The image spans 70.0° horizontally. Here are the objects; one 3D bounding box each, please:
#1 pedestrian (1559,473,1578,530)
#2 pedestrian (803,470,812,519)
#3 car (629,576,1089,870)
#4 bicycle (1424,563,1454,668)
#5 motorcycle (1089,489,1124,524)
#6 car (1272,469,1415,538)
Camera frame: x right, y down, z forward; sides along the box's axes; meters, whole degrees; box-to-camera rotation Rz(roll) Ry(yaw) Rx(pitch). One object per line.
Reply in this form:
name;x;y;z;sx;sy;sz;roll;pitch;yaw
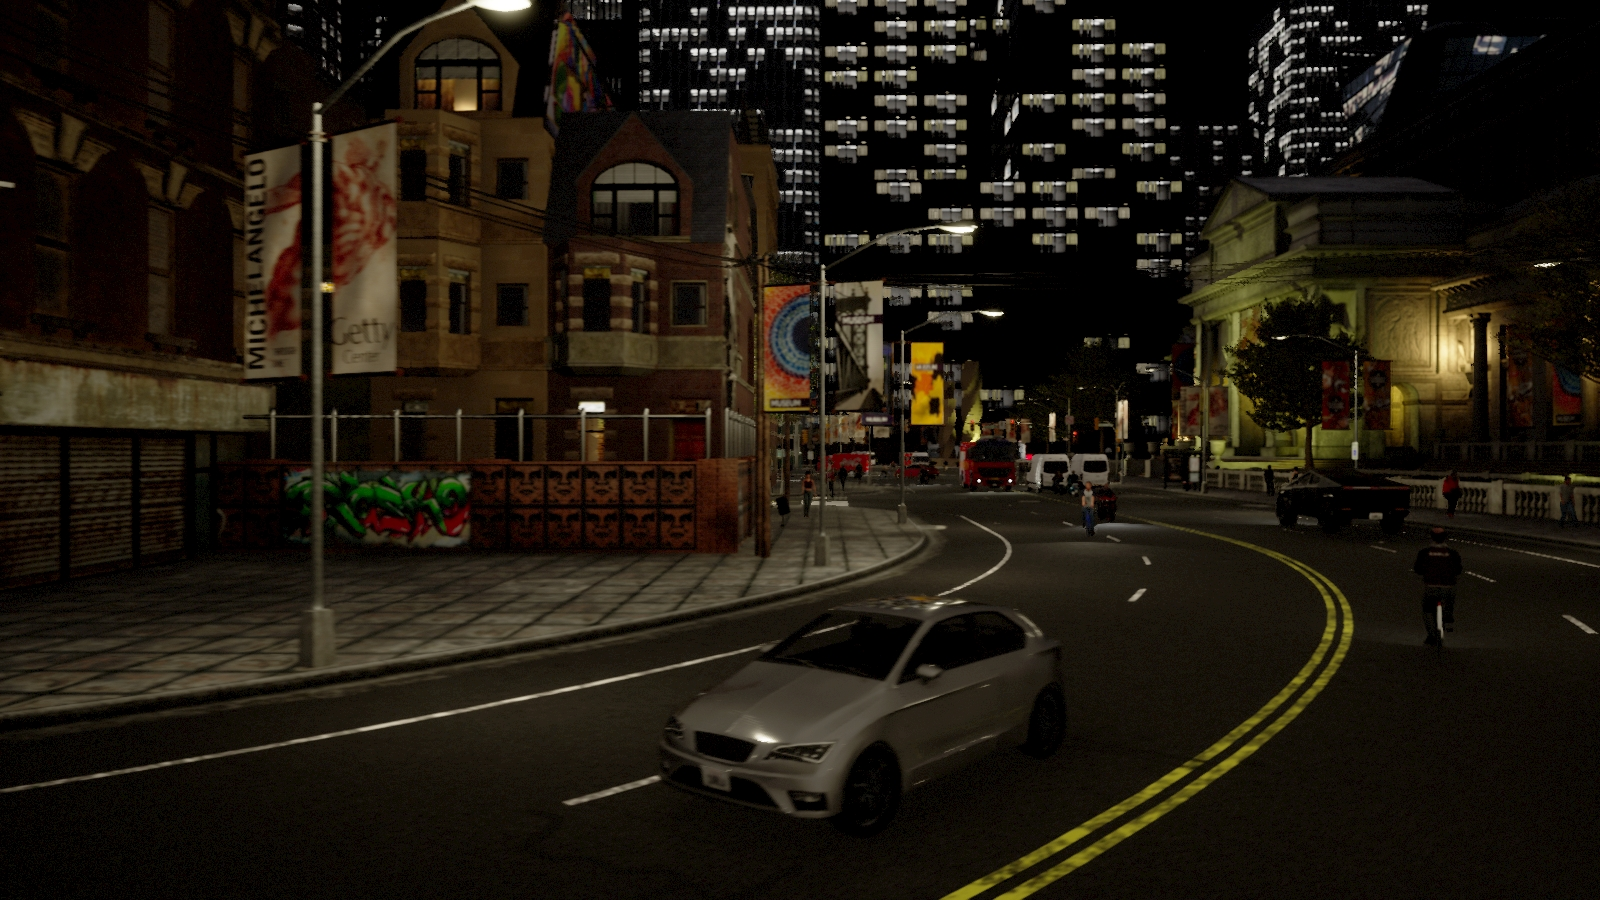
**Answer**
pedestrian;25.550;1.700;37.963;0.375;1.860;0.375;0;0;-1
pedestrian;0.289;1.706;44.049;0.375;1.860;0.375;0;0;1
car;0.714;2.067;9.832;1.816;1.474;4.193;0;0;39
bicycle;8.703;2.212;15.578;0.329;1.171;1.835;0;0;29
motorcycle;12.009;2.212;44.820;0.867;1.251;2.209;0;0;2
car;18.678;1.759;39.664;2.390;2.098;6.274;0;0;4
